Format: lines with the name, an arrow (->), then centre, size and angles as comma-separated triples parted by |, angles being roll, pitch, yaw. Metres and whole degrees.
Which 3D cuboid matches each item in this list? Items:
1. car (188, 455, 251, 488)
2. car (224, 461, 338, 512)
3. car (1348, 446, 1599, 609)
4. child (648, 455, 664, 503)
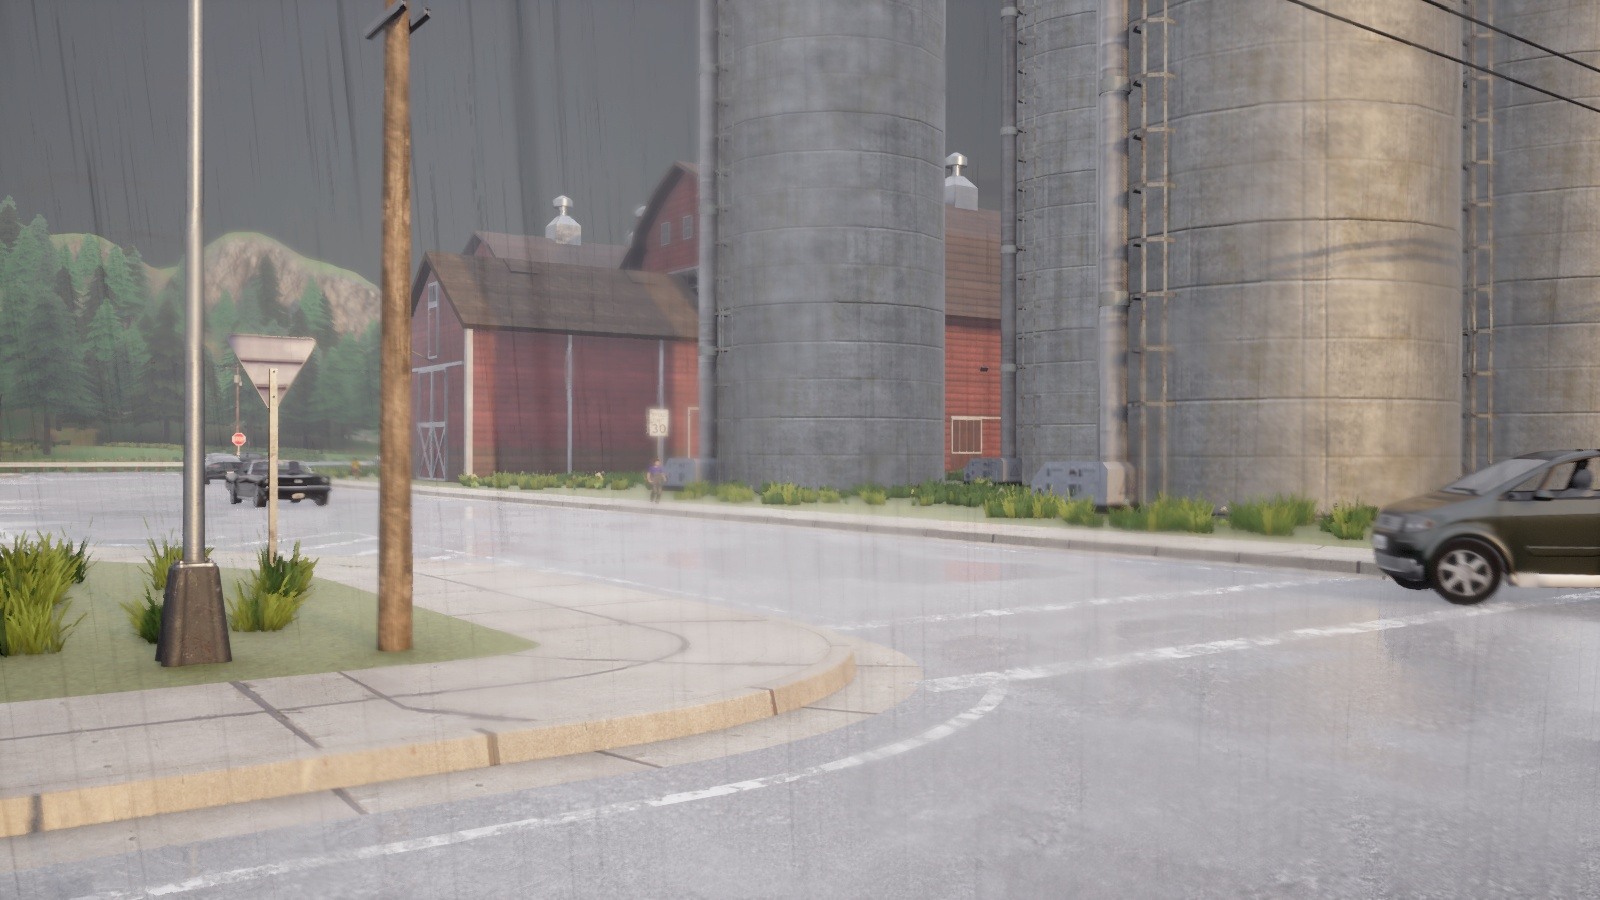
car -> -27.021, 0.971, 58.379 | 1.812, 1.442, 4.674 | 0, 0, -36
car -> -14.470, 0.961, 34.856 | 1.895, 1.301, 4.718 | 0, 0, -36
car -> 7.805, 0.738, 12.844 | 3.705, 1.549, 1.789 | 0, 0, 10
child -> -3.801, 0.769, 33.122 | 0.270, 1.263, 0.437 | 0, 0, -32
